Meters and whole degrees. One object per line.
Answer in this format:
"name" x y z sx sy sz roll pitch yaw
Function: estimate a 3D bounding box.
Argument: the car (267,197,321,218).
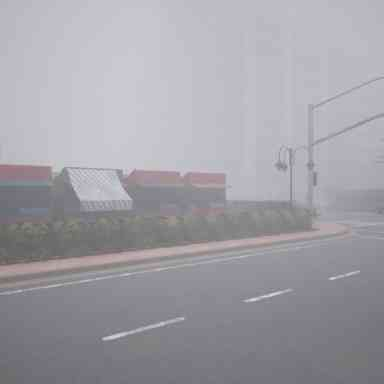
"car" 8.538 1.436 28.249 2.128 1.511 4.902 0 0 -36

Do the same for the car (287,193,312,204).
"car" 19.031 1.114 59.142 1.905 1.878 3.866 0 0 -36

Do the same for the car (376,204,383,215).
"car" 19.861 1.460 30.884 4.892 1.490 1.837 0 4 43

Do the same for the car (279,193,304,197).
"car" 16.640 1.114 57.430 1.905 1.878 3.866 0 0 -36

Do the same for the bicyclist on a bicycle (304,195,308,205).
"bicyclist on a bicycle" 15.563 1.246 44.947 1.656 1.620 0.582 0 0 -36
